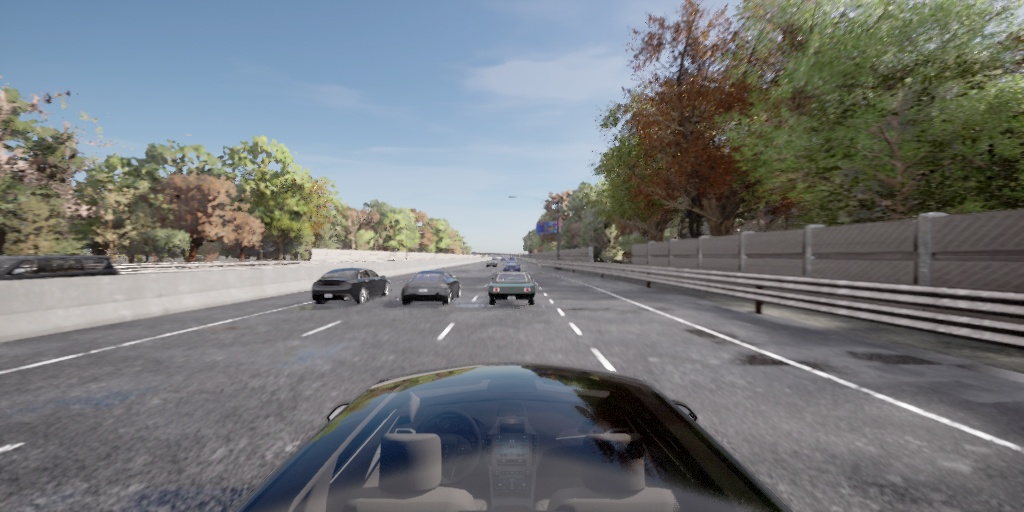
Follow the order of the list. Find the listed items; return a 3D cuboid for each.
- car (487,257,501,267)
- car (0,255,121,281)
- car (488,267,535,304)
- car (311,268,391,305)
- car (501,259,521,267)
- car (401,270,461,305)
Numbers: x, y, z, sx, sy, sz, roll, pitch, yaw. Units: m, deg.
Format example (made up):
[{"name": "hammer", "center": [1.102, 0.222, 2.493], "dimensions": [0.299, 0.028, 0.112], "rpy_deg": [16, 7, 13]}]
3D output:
[{"name": "car", "center": [-3.507, 1.404, 65.401], "dimensions": [1.895, 1.301, 4.718], "rpy_deg": [0, 0, 0]}, {"name": "car", "center": [-17.596, 0.980, 12.835], "dimensions": [2.150, 2.045, 5.566], "rpy_deg": [0, 0, 0]}, {"name": "car", "center": [-0.004, 1.363, 16.345], "dimensions": [1.895, 1.301, 4.718], "rpy_deg": [0, 0, 0]}, {"name": "car", "center": [-7.000, 1.268, 16.088], "dimensions": [1.837, 1.490, 4.892], "rpy_deg": [0, 0, 0]}, {"name": "car", "center": [-0.005, 1.307, 39.542], "dimensions": [1.812, 1.442, 4.674], "rpy_deg": [0, 0, 0]}, {"name": "car", "center": [-3.503, 1.326, 16.170], "dimensions": [1.994, 1.385, 4.181], "rpy_deg": [0, 0, 0]}]
